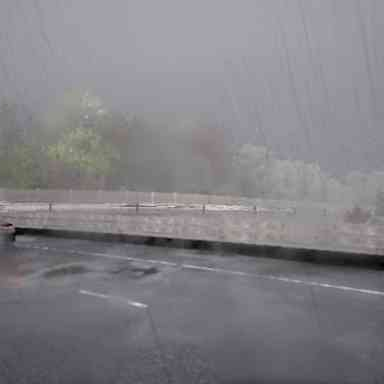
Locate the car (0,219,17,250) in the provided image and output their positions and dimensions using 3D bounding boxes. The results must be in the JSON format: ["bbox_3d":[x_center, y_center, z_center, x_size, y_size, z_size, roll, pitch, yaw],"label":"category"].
[{"bbox_3d":[-9.407,1.636,13.746,4.902,1.511,2.128,-1,0,28],"label":"car"}]
